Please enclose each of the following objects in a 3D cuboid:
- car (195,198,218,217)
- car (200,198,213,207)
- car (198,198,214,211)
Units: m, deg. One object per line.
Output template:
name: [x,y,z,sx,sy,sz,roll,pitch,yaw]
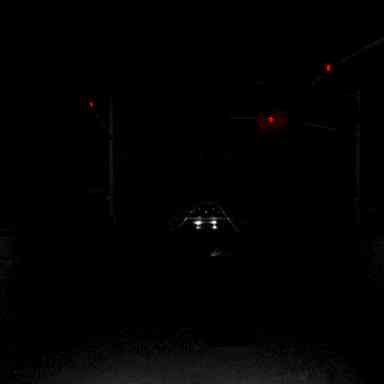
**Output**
car: [1.349,1.491,31.492,1.812,1.442,4.674,0,0,3]
car: [2.265,1.566,50.784,1.895,1.301,4.718,0,0,3]
car: [1.776,1.470,40.647,1.837,1.490,4.892,0,0,3]
